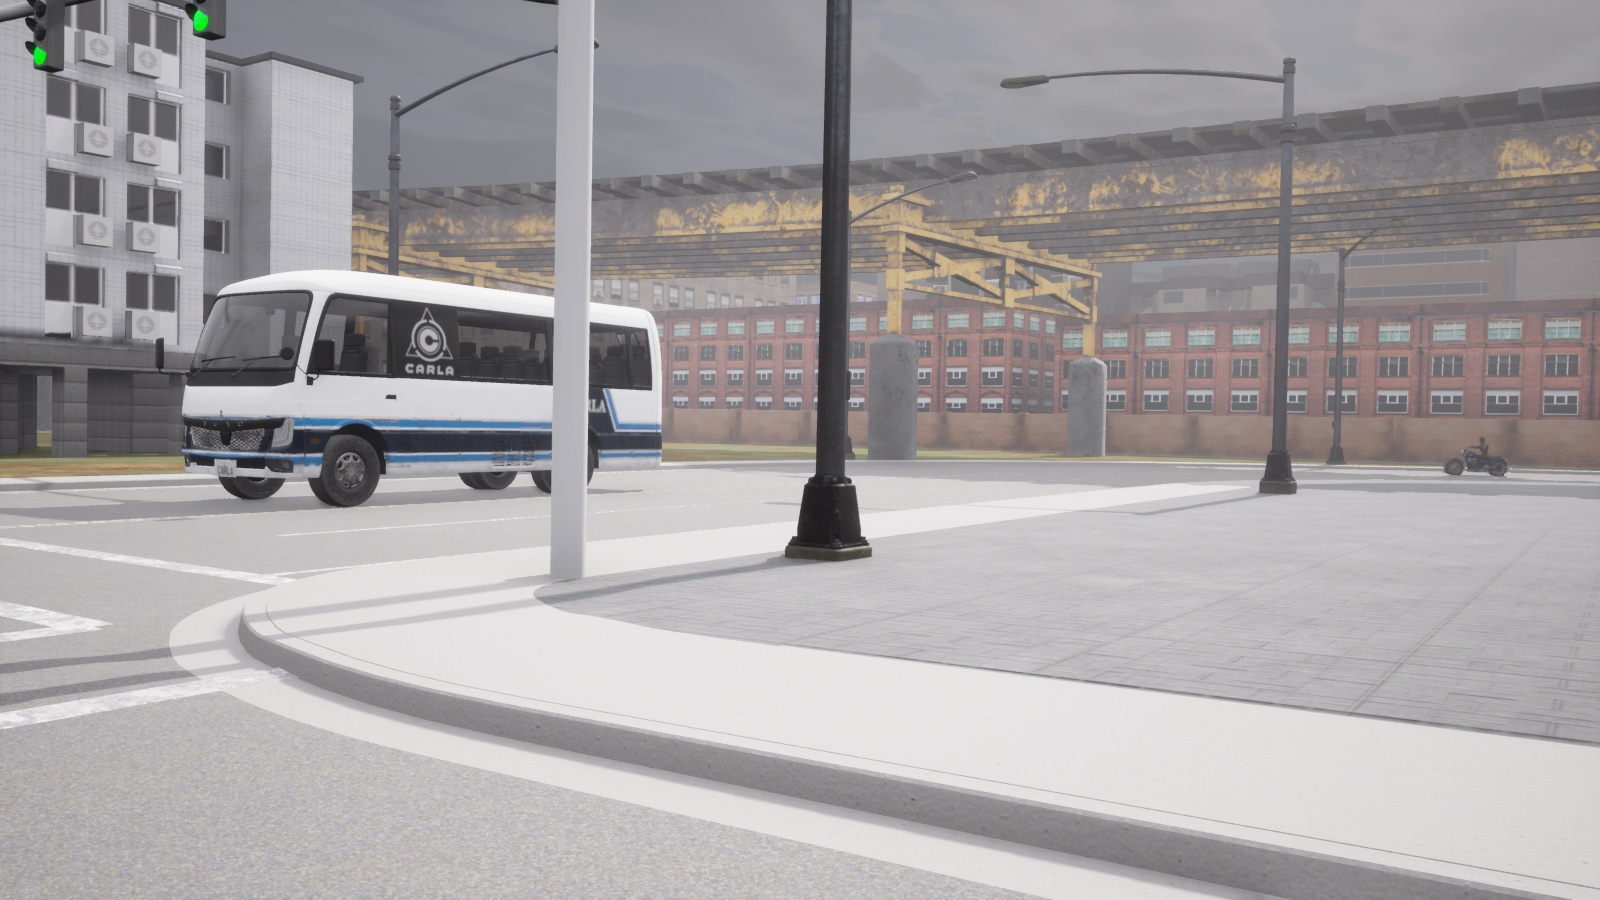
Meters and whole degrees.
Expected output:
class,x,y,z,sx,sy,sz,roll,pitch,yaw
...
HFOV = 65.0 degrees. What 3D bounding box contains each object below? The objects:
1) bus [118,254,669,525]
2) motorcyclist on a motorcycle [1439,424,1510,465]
class,x,y,z,sx,sy,sz,roll,pitch,yaw
bus,-7.391,-1.054,25.062,3.944,4.253,10.273,1,1,33
motorcyclist on a motorcycle,27.058,-0.222,50.416,2.350,1.649,0.766,0,2,8
